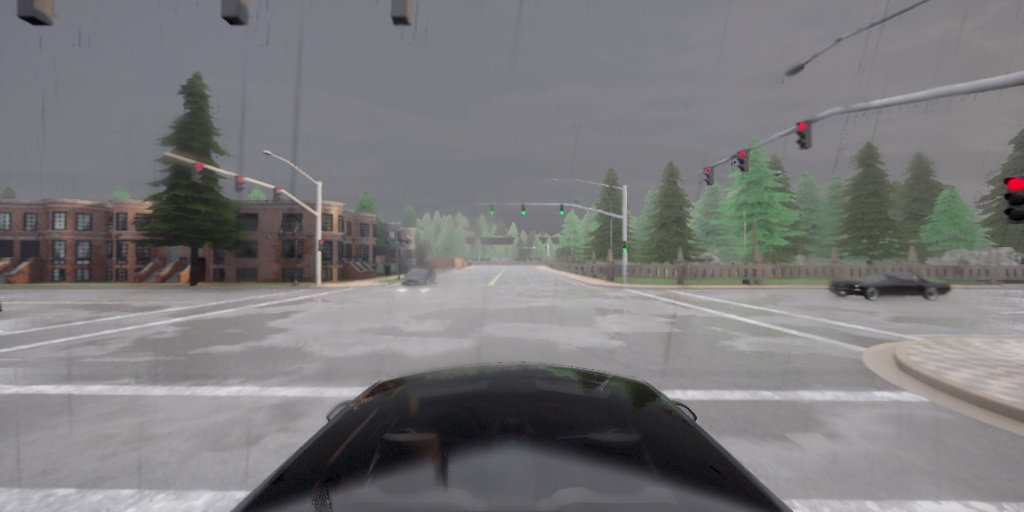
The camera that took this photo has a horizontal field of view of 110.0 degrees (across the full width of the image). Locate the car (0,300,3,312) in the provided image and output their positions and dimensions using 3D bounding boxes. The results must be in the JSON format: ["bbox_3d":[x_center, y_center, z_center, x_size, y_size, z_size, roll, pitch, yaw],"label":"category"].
[{"bbox_3d":[-19.452,1.436,11.482,4.181,1.385,1.994,0,-1,-1],"label":"car"}]

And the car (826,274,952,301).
[{"bbox_3d":[19.062,1.563,18.304,4.718,1.301,1.895,0,-1,0],"label":"car"}]

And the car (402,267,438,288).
[{"bbox_3d":[-7.001,1.649,27.606,1.837,1.490,4.892,0,1,0],"label":"car"}]
